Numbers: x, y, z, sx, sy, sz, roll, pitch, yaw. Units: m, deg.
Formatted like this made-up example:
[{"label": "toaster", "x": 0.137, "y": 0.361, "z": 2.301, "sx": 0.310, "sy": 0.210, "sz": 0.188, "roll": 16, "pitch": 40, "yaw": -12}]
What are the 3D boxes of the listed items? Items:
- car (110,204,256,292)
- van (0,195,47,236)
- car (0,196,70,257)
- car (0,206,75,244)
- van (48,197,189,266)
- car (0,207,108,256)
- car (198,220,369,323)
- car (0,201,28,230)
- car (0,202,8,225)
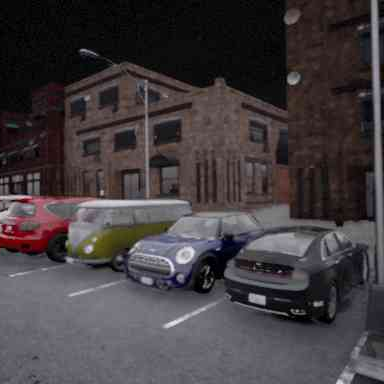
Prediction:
[{"label": "car", "x": 0.372, "y": 1.348, "z": 9.053, "sx": 2.185, "sy": 1.767, "sz": 4.553, "roll": 0, "pitch": 0, "yaw": 38}, {"label": "van", "x": -10.238, "y": 1.201, "z": 17.488, "sx": 1.878, "sy": 1.987, "sz": 4.442, "roll": 0, "pitch": 0, "yaw": 40}, {"label": "car", "x": -3.990, "y": 1.211, "z": 12.405, "sx": 2.435, "sy": 2.045, "sz": 5.566, "roll": 0, "pitch": 0, "yaw": 38}, {"label": "car", "x": -8.208, "y": 1.481, "z": 15.685, "sx": 2.002, "sy": 1.452, "sz": 4.674, "roll": 0, "pitch": 0, "yaw": 39}, {"label": "van", "x": -1.901, "y": 1.242, "z": 10.619, "sx": 1.878, "sy": 1.987, "sz": 4.442, "roll": 0, "pitch": 0, "yaw": 38}, {"label": "car", "x": -6.179, "y": 1.482, "z": 14.035, "sx": 2.163, "sy": 1.488, "sz": 4.792, "roll": 0, "pitch": 0, "yaw": 39}, {"label": "car", "x": 2.531, "y": 1.479, "z": 7.341, "sx": 2.231, "sy": 1.521, "sz": 4.892, "roll": 0, "pitch": 0, "yaw": 38}, {"label": "car", "x": -12.536, "y": 1.407, "z": 19.000, "sx": 1.946, "sy": 1.575, "sz": 5.366, "roll": 1, "pitch": 0, "yaw": 40}, {"label": "car", "x": -14.497, "y": 1.432, "z": 20.908, "sx": 2.002, "sy": 1.452, "sz": 4.674, "roll": 1, "pitch": 0, "yaw": 41}]
